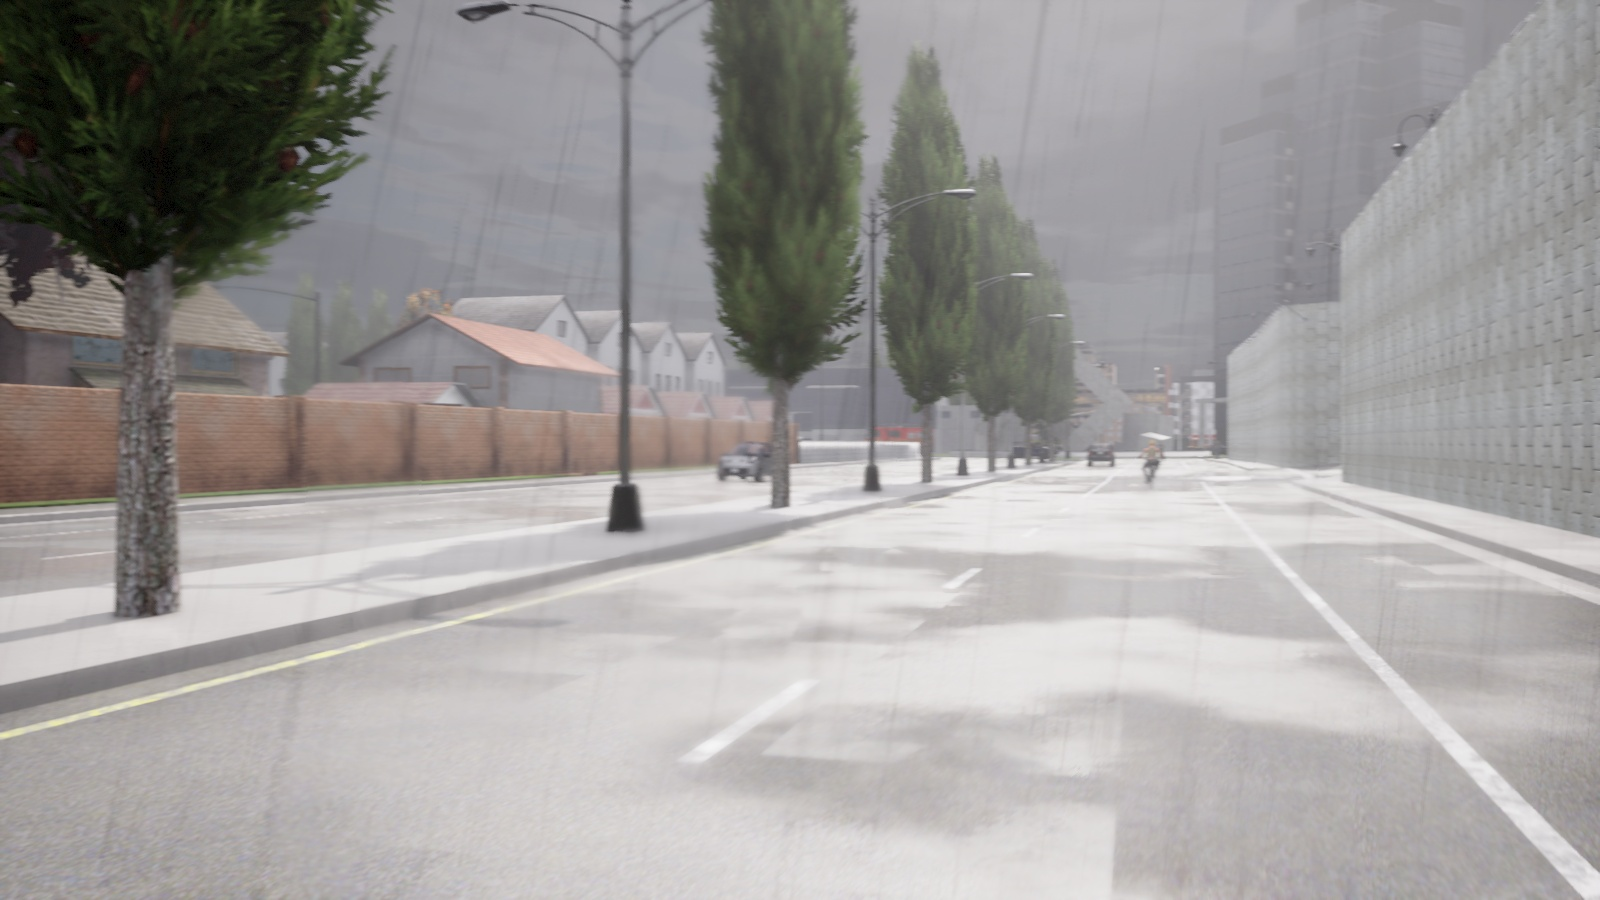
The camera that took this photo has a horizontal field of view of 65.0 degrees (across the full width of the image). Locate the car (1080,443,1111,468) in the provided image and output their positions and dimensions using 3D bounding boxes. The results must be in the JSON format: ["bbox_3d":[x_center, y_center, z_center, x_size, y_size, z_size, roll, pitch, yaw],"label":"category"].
[{"bbox_3d":[19.075,0.325,81.059,1.789,1.549,3.705,0,0,16],"label":"car"}]

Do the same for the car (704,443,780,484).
[{"bbox_3d":[-2.182,0.478,48.402,1.845,1.501,3.633,0,0,16],"label":"car"}]
